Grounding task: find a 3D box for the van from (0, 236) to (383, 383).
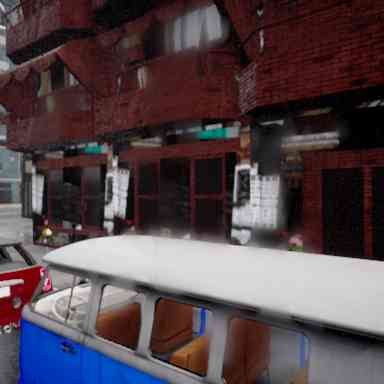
[{"bbox_3d":[0.267,1.339,2.543,3.998,1.788,1.690,0,-1,35],"label":"van"}]
